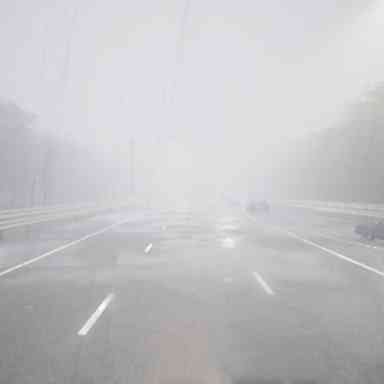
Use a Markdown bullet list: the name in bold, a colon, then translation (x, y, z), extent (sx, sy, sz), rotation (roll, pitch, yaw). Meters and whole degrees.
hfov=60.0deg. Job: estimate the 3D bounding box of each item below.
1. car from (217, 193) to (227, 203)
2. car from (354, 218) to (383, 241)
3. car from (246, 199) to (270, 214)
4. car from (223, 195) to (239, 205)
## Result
- **car**: translation (7.095, 1.354, 76.324), extent (2.150, 2.045, 5.566), rotation (0, 0, 0)
- **car**: translation (9.236, 1.571, 13.854), extent (2.033, 1.411, 5.357), rotation (0, 0, -11)
- **car**: translation (7.049, 1.510, 35.809), extent (2.128, 1.511, 4.902), rotation (0, 0, -1)
- **car**: translation (7.034, 1.603, 58.598), extent (1.994, 1.385, 4.181), rotation (0, 0, 0)
